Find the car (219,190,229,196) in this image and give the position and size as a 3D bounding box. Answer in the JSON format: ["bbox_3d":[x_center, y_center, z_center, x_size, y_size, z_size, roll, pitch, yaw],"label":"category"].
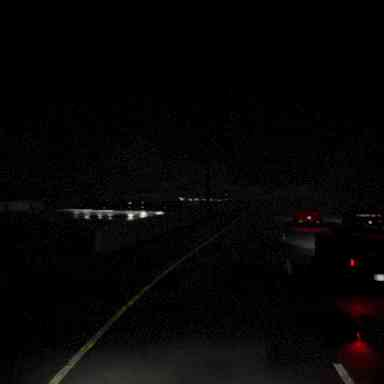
[{"bbox_3d":[7.659,0.410,78.315,1.837,1.490,4.892,1,2,14],"label":"car"}]

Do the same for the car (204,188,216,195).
[{"bbox_3d":[4.262,0.095,79.141,2.150,2.045,5.566,1,2,14],"label":"car"}]

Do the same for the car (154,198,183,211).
[{"bbox_3d":[-2.413,1.437,39.124,1.837,1.490,4.892,1,1,14],"label":"car"}]

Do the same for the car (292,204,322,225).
[{"bbox_3d":[8.748,1.630,25.459,1.882,1.535,5.008,1,0,14],"label":"car"}]

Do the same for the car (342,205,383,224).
[{"bbox_3d":[11.783,1.688,23.200,2.128,1.511,4.902,1,0,14],"label":"car"}]

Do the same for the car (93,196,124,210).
[{"bbox_3d":[-9.332,1.401,40.320,2.033,1.411,5.357,1,1,14],"label":"car"}]

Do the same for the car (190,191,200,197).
[{"bbox_3d":[0.773,0.397,79.639,1.812,1.442,4.674,1,2,14],"label":"car"}]

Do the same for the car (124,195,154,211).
[{"bbox_3d":[-5.861,1.245,39.751,2.097,1.767,4.553,1,1,14],"label":"car"}]

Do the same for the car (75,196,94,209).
[{"bbox_3d":[-12.602,1.314,41.640,1.837,1.490,4.892,1,1,14],"label":"car"}]

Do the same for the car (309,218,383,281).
[{"bbox_3d":[4.933,1.740,10.023,1.895,1.301,4.718,1,0,12],"label":"car"}]
